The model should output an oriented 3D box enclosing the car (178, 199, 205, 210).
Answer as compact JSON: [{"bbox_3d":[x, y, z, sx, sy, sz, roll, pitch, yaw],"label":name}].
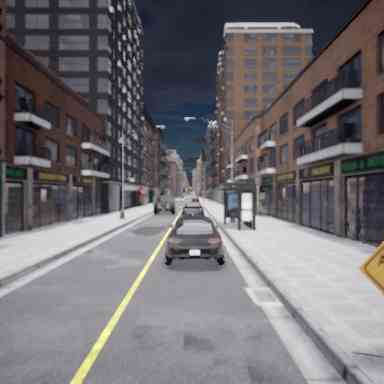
[{"bbox_3d":[0.081,1.632,29.335,2.128,1.511,4.902,0,0,0],"label":"car"}]

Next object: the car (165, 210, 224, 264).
[{"bbox_3d":[0.085,1.578,11.868,1.812,1.442,4.674,0,0,0],"label":"car"}]

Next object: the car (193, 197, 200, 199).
[{"bbox_3d":[0.925,1.972,83.753,1.882,1.535,5.008,0,0,0],"label":"car"}]

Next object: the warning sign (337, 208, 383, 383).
[{"bbox_3d":[2.517,1.131,3.752,1.300,1.860,1.060,0,0,0],"label":"warning sign"}]

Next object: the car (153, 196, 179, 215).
[{"bbox_3d":[-2.863,1.400,35.991,2.150,2.045,5.566,0,-1,0],"label":"car"}]

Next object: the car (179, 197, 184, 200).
[{"bbox_3d":[-2.785,1.817,76.756,1.812,1.442,4.674,0,0,0],"label":"car"}]
